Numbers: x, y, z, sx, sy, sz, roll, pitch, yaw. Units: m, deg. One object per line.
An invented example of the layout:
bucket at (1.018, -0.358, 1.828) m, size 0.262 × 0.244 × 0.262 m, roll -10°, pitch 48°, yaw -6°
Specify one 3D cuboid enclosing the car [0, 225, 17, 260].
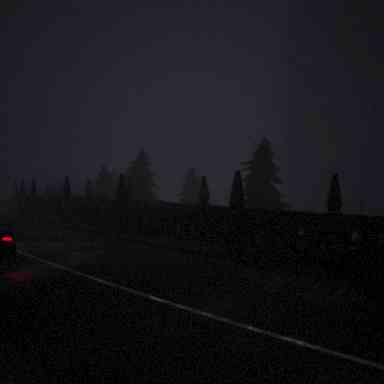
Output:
car at (-7.239, 1.292, 10.365) m, size 5.357 × 1.411 × 2.033 m, roll 2°, pitch 1°, yaw 44°
